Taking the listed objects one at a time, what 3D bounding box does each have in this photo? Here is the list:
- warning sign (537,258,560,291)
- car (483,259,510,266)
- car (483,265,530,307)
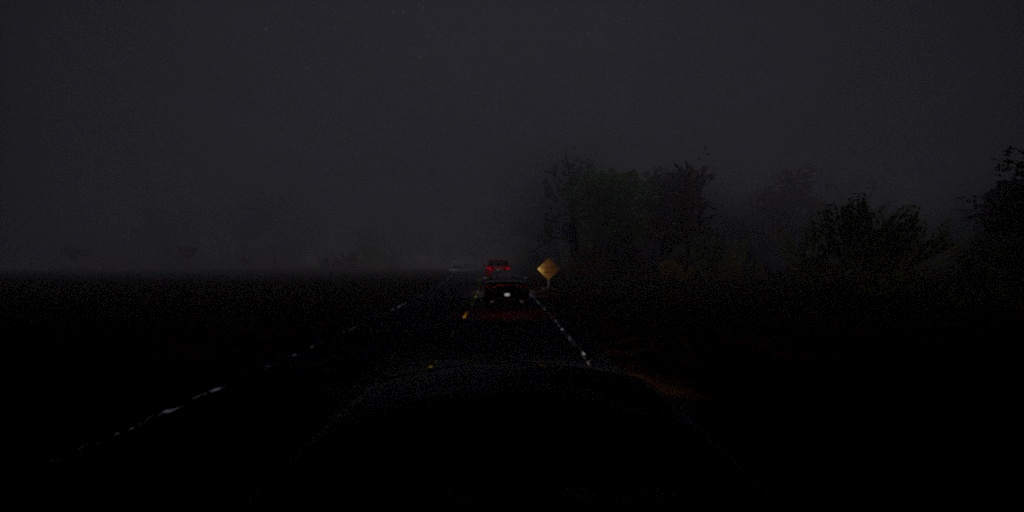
[{"bbox_3d":[2.126,1.043,20.949,1.300,1.860,1.060,0,0,-3],"label":"warning sign"},{"bbox_3d":[-1.300,1.240,31.027,2.150,2.045,5.566,0,0,-5],"label":"car"},{"bbox_3d":[-0.289,1.365,16.443,1.882,1.535,5.008,0,0,-2],"label":"car"}]
